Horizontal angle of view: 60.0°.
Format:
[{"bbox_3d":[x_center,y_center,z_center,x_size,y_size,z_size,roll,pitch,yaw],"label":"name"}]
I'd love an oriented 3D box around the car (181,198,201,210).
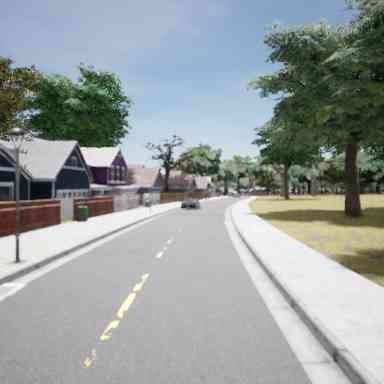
[{"bbox_3d":[-0.122,1.410,39.513,1.895,1.301,4.718,0,0,8],"label":"car"}]
